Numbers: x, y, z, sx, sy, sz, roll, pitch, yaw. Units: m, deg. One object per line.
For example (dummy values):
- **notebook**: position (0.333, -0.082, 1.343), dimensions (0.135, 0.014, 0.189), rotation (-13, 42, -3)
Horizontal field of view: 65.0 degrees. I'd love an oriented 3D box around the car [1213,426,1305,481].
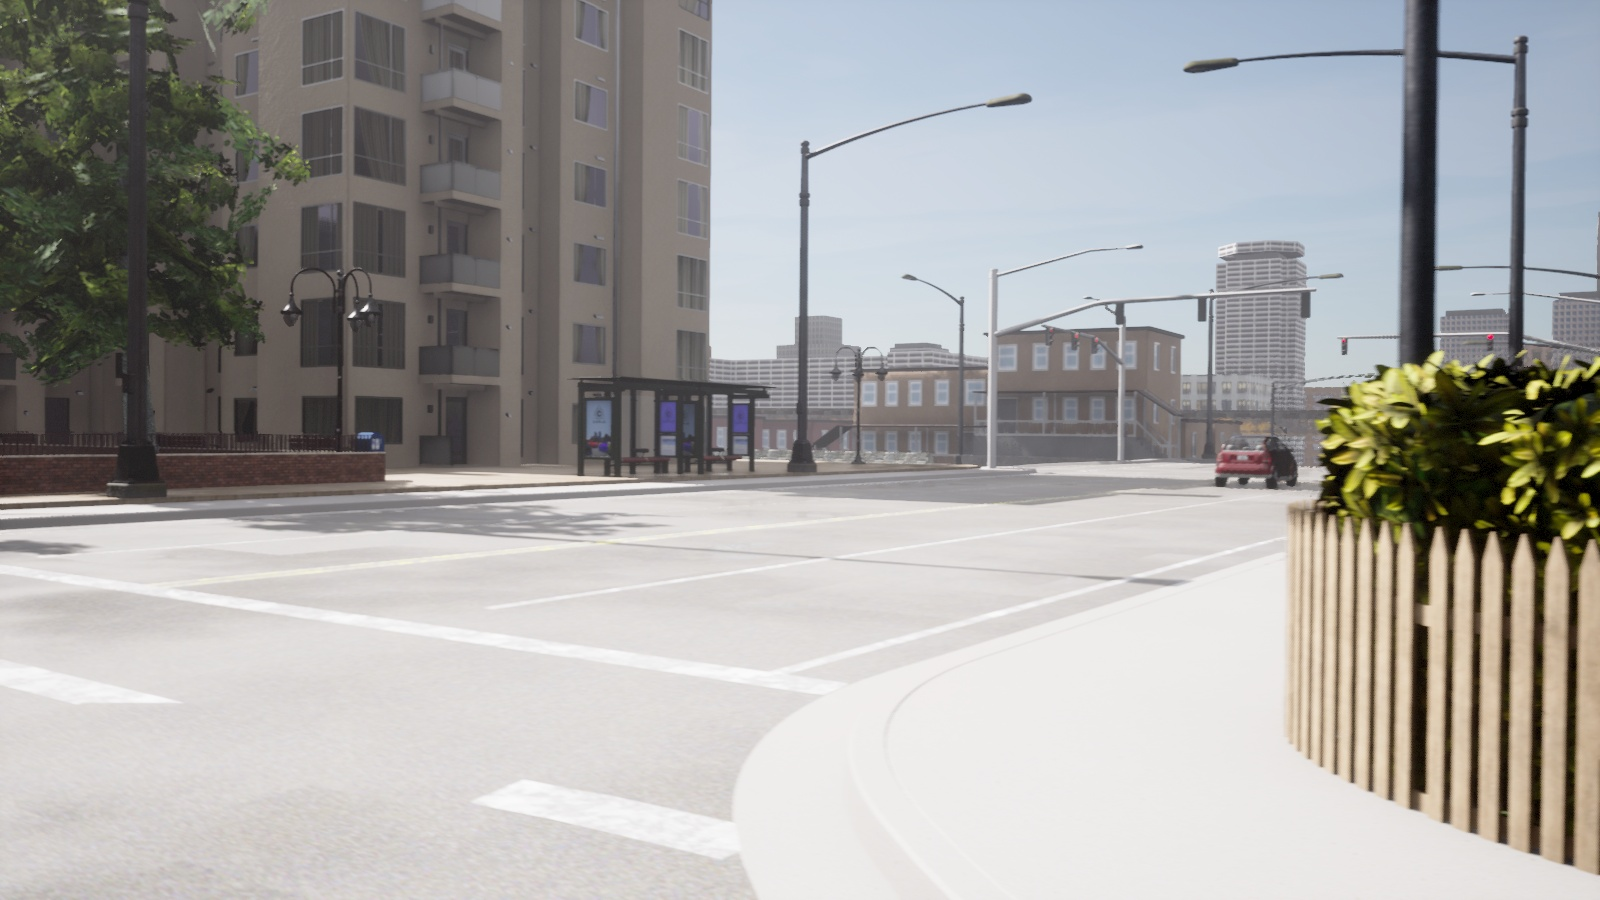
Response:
- **car**: position (13.863, 0.076, 37.812), dimensions (1.789, 1.549, 3.705), rotation (0, 1, 34)
